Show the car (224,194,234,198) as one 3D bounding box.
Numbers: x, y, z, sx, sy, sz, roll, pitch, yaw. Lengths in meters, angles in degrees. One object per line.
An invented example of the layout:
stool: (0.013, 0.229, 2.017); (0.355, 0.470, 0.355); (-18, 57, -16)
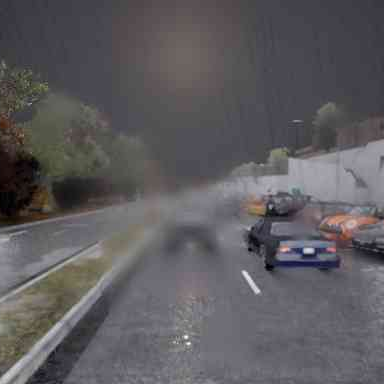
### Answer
car: (7.826, 1.523, 51.081); (4.553, 1.767, 2.185); (1, 0, -20)

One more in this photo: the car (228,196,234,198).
car: (7.821, 1.613, 45.069); (5.008, 1.535, 2.097); (1, -1, -20)

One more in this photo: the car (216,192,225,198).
car: (7.772, 1.420, 60.094); (5.566, 2.045, 2.435); (1, 0, -20)

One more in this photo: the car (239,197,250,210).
car: (7.722, 1.528, 32.997); (5.366, 1.575, 1.946); (1, 0, -20)

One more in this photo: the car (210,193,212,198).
car: (7.599, 1.588, 81.091); (4.792, 1.488, 2.163); (1, 1, -20)

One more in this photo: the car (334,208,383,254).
car: (8.022, 1.480, 12.059); (4.892, 1.521, 2.231); (1, 0, -20)

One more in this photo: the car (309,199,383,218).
car: (8.031, 1.354, 15.069); (4.553, 1.767, 2.185); (1, 0, -20)

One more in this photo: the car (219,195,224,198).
car: (7.786, 1.697, 57.094); (4.792, 1.488, 2.163); (1, 0, -20)

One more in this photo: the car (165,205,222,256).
car: (-0.018, 1.499, 13.143); (1.837, 1.490, 4.892); (0, 0, 0)

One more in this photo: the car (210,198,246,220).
car: (2.897, 1.517, 28.116); (2.128, 1.511, 4.902); (0, 0, 0)

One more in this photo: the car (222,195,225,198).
car: (7.780, 1.704, 54.069); (4.674, 1.452, 2.002); (1, 0, -20)

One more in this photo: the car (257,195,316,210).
car: (7.974, 1.244, 24.082); (5.566, 2.045, 2.435); (1, -1, -20)

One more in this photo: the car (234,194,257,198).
car: (7.858, 1.300, 36.051); (5.566, 2.045, 2.435); (1, 0, -20)

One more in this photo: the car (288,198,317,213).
car: (7.952, 1.356, 18.055); (4.553, 1.767, 2.185); (1, 0, -20)

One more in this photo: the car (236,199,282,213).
car: (7.836, 1.600, 39.053); (4.792, 1.488, 2.163); (1, 0, -20)

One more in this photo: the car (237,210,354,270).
car: (2.972, 1.540, 10.969); (2.033, 1.411, 5.357); (0, 0, 0)

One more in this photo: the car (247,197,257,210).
car: (8.086, 1.519, 30.133); (5.366, 1.575, 1.946); (1, -1, -20)

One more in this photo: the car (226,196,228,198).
car: (7.814, 1.672, 48.070); (4.674, 1.452, 2.002); (1, 0, -20)

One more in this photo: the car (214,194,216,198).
car: (7.555, 1.663, 63.020); (5.366, 1.575, 1.946); (1, 0, -20)

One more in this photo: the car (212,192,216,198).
car: (7.670, 1.399, 69.074); (5.566, 2.045, 2.435); (1, 1, -20)

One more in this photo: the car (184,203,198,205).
car: (-0.102, 1.591, 28.400); (1.994, 1.385, 4.181); (0, 0, 0)

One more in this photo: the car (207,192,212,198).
car: (7.531, 1.481, 93.096); (4.792, 1.488, 2.163); (1, 1, -20)
